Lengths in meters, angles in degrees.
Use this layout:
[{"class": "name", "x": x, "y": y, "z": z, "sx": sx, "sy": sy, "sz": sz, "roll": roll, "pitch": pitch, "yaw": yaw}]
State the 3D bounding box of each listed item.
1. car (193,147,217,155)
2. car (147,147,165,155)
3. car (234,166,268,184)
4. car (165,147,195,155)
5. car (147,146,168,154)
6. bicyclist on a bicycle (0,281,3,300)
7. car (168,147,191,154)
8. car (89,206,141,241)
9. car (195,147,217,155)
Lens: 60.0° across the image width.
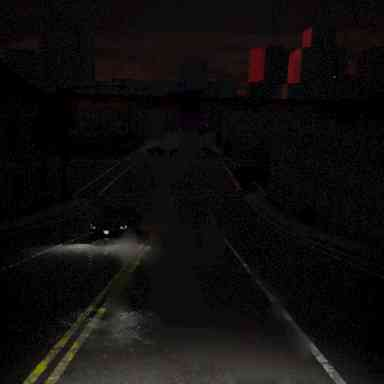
[{"class": "car", "x": 2.761, "y": -8.811, "z": 70.503, "sx": 4.536, "sy": 1.218, "sz": 1.853, "roll": 8, "pitch": 15, "yaw": 28}, {"class": "car", "x": -7.170, "y": -8.637, "z": 69.702, "sx": 4.974, "sy": 1.542, "sz": 2.038, "roll": 13, "pitch": 18, "yaw": 42}, {"class": "car", "x": 8.135, "y": -2.256, "z": 42.681, "sx": 5.566, "sy": 2.045, "sz": 2.150, "roll": -1, "pitch": 13, "yaw": -11}, {"class": "car", "x": -2.563, "y": -8.562, "z": 69.728, "sx": 4.974, "sy": 1.542, "sz": 2.038, "roll": -9, "pitch": 16, "yaw": -36}, {"class": "car", "x": -7.205, "y": -8.799, "z": 69.701, "sx": 4.536, "sy": 1.218, "sz": 1.853, "roll": 13, "pitch": 18, "yaw": 42}, {"class": "bicyclist on a bicycle", "x": -4.393, "y": 1.391, "z": 6.412, "sx": 1.656, "sy": 1.620, "sz": 0.582, "roll": 3, "pitch": 2, "yaw": 6}, {"class": "car", "x": -2.518, "y": -8.721, "z": 69.722, "sx": 4.536, "sy": 1.218, "sz": 1.853, "roll": -9, "pitch": 16, "yaw": -36}, {"class": "car", "x": -3.714, "y": 1.505, "z": 16.739, "sx": 1.837, "sy": 1.490, "sz": 4.892, "roll": 1, "pitch": 0, "yaw": -1}, {"class": "car", "x": 2.804, "y": -8.651, "z": 70.515, "sx": 4.974, "sy": 1.542, "sz": 2.038, "roll": 8, "pitch": 15, "yaw": 28}]
